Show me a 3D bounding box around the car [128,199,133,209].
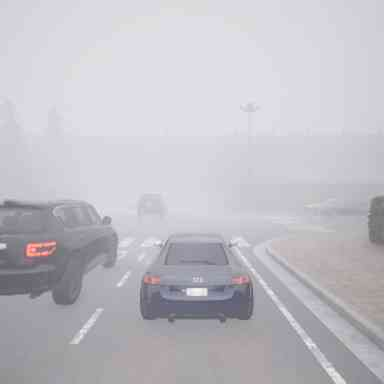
[{"bbox_3d":[-7.095,1.352,44.246,2.097,1.767,4.553,0,0,0],"label":"car"}]

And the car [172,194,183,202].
[{"bbox_3d":[-3.438,1.355,78.613,2.097,1.767,4.553,0,0,5],"label":"car"}]

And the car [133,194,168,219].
[{"bbox_3d":[-3.398,1.182,29.137,2.150,2.045,5.566,0,0,0],"label":"car"}]

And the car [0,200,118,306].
[{"bbox_3d":[-3.401,1.212,8.202,2.150,2.045,5.566,0,-1,0],"label":"car"}]

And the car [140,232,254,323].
[{"bbox_3d":[0.082,1.564,7.315,1.994,1.385,4.181,0,0,0],"label":"car"}]

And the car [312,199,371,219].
[{"bbox_3d":[13.101,1.436,27.960,4.902,1.511,2.128,0,0,0],"label":"car"}]

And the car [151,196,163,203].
[{"bbox_3d":[-7.024,1.525,67.304,1.812,1.442,4.674,0,0,0],"label":"car"}]

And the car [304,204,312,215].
[{"bbox_3d":[13.193,1.422,31.455,5.008,1.535,1.882,0,0,0],"label":"car"}]
